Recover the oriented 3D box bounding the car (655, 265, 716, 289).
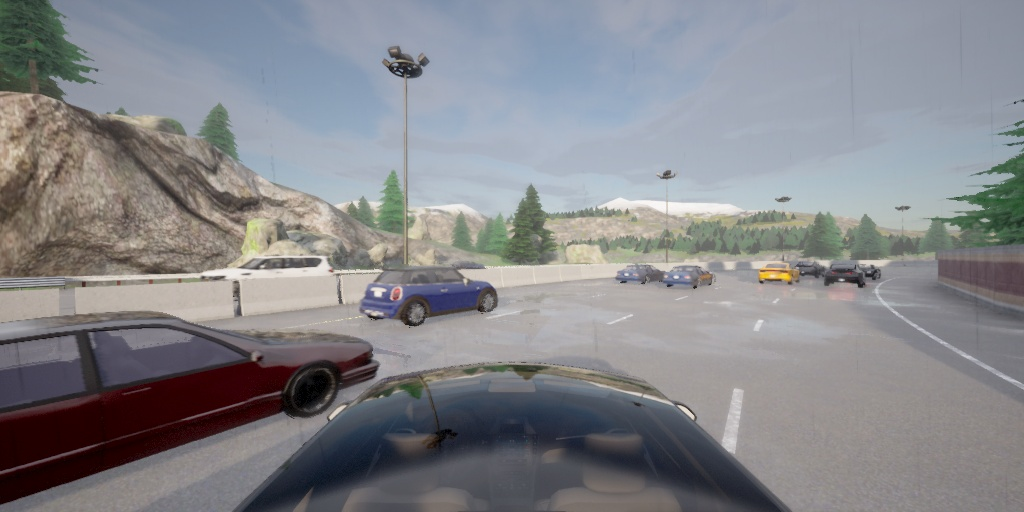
[{"bbox_3d":[11.506,1.297,23.180,2.033,1.411,5.357,0,0,43],"label":"car"}]

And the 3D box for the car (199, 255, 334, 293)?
[{"bbox_3d":[-11.642,0.971,17.448,2.150,2.045,5.566,0,0,36],"label":"car"}]

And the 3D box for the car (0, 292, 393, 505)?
[{"bbox_3d":[-4.098,1.297,3.542,2.033,1.411,5.357,0,0,34],"label":"car"}]

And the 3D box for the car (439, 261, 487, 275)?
[{"bbox_3d":[-5.548,1.297,41.091,2.033,1.411,5.357,0,0,44],"label":"car"}]

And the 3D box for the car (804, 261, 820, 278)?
[{"bbox_3d":[27.621,1.241,33.254,4.902,1.511,2.128,0,0,-39],"label":"car"}]

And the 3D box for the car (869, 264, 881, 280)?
[{"bbox_3d":[30.379,1.351,31.004,4.718,1.301,1.895,0,0,-39],"label":"car"}]

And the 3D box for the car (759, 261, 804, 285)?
[{"bbox_3d":[19.697,1.228,26.361,5.008,1.535,1.882,0,0,-44],"label":"car"}]

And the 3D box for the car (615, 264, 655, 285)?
[{"bbox_3d":[9.534,1.298,26.210,2.033,1.411,5.357,0,0,44],"label":"car"}]

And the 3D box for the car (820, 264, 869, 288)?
[{"bbox_3d":[22.454,1.255,24.155,4.892,1.490,1.837,0,0,-43],"label":"car"}]

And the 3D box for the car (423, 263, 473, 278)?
[{"bbox_3d":[-6.219,1.351,35.225,1.895,1.301,4.718,0,0,42],"label":"car"}]

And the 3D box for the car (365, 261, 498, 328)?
[{"bbox_3d":[-2.497,1.101,11.842,2.097,1.767,4.553,0,0,38],"label":"car"}]
